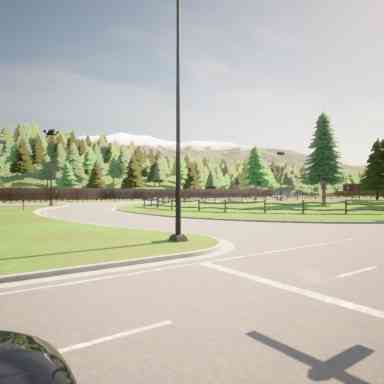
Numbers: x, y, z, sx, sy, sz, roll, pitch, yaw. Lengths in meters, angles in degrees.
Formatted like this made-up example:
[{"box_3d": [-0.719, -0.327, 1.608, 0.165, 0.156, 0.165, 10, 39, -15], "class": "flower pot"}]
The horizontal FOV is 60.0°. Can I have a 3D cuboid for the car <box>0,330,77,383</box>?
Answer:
[{"box_3d": [-3.052, 1.505, 1.568, 4.892, 1.490, 1.837, 0, 0, -35], "class": "car"}]
